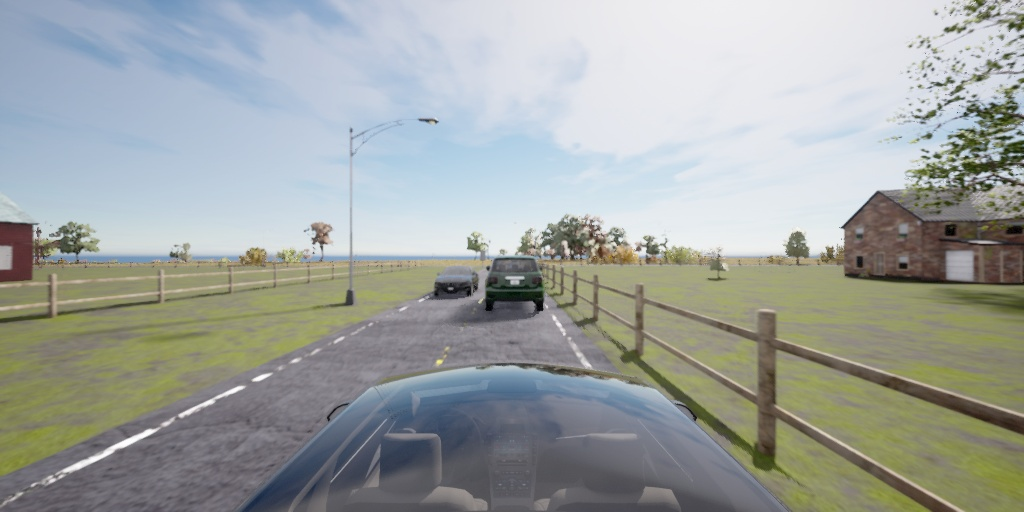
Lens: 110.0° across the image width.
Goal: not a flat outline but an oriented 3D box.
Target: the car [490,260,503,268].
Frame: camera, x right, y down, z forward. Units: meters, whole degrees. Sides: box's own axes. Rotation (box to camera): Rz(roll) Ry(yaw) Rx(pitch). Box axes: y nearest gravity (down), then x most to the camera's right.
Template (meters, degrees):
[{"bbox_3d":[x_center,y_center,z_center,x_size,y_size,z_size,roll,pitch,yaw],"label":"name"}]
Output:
[{"bbox_3d":[-2.754,1.402,64.391,2.033,1.411,5.357,0,0,0],"label":"car"}]

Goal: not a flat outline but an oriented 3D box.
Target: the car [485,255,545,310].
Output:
[{"bbox_3d":[0.098,0.990,14.838,2.150,2.045,5.566,0,0,0],"label":"car"}]

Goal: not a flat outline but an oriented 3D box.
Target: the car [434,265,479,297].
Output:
[{"bbox_3d":[-2.852,1.252,19.183,1.882,1.535,5.008,0,0,0],"label":"car"}]
